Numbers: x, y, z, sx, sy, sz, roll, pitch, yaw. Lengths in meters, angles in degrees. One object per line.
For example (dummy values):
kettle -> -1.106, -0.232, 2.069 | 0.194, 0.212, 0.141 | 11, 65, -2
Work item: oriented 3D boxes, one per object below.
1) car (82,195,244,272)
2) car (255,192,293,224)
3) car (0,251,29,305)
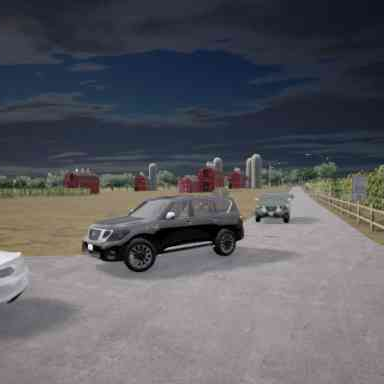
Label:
car -> -0.676, 1.143, 10.947 | 5.566, 2.045, 2.150 | -1, 1, -39
car -> 5.769, 1.004, 23.457 | 2.150, 2.045, 5.566 | 0, 0, 18
car -> -5.504, 1.618, 5.927 | 4.674, 1.442, 1.812 | -1, 1, -15
